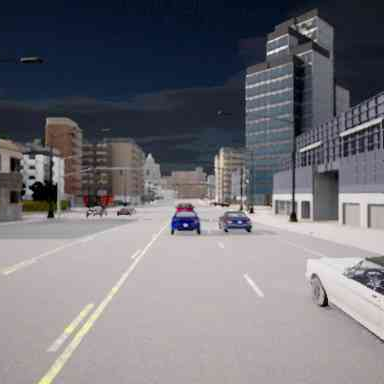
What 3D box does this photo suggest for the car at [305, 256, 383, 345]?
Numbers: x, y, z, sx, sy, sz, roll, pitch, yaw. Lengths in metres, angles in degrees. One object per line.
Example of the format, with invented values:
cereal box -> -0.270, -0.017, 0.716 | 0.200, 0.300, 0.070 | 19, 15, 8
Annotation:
car -> 3.455, 1.653, 5.226 | 1.895, 1.301, 4.718 | 0, -1, -1

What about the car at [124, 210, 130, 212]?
car -> -7.934, 2.331, 40.300 | 1.895, 1.301, 4.718 | 0, -2, -1

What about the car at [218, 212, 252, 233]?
car -> 3.032, 2.116, 24.070 | 2.033, 1.411, 5.357 | 0, -2, -1

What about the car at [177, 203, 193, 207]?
car -> -0.810, 2.318, 39.294 | 2.150, 2.045, 5.566 | 0, -2, -1

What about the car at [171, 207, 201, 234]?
car -> -0.441, 1.994, 22.826 | 1.882, 1.535, 5.008 | 0, -3, -1

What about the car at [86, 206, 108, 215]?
car -> -11.434, 2.293, 40.253 | 1.812, 1.442, 4.674 | 0, -2, -1
